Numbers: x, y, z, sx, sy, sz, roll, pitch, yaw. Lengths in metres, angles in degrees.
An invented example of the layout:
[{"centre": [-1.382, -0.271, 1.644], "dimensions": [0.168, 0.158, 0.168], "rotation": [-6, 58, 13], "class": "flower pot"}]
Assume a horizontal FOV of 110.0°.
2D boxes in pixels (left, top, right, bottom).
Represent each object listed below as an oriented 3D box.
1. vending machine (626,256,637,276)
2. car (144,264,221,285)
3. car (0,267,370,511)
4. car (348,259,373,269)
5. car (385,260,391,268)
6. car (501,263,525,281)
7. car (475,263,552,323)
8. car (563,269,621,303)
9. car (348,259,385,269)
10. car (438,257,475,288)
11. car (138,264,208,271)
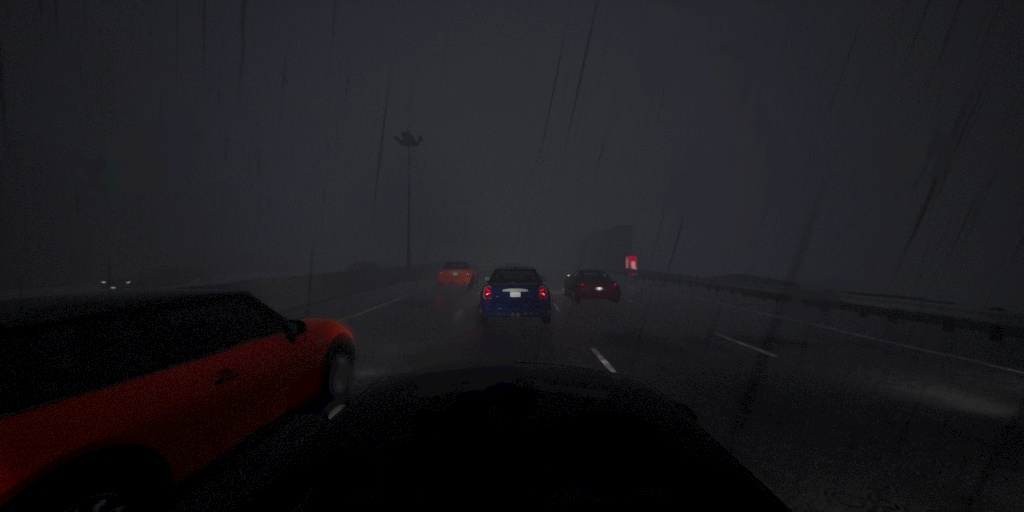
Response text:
[{"centre": [11.990, 0.943, 35.980], "dimensions": [1.100, 2.100, 0.880], "rotation": [0, 0, 0], "class": "vending machine"}, {"centre": [-24.604, 1.311, 27.005], "dimensions": [1.994, 1.385, 4.181], "rotation": [0, 0, 0], "class": "car"}, {"centre": [-3.401, 1.102, 3.579], "dimensions": [2.097, 1.767, 4.553], "rotation": [0, 0, 0], "class": "car"}, {"centre": [-24.509, 1.223, 58.247], "dimensions": [1.882, 1.535, 5.008], "rotation": [0, 0, 1], "class": "car"}, {"centre": [-17.594, 1.272, 46.278], "dimensions": [1.812, 1.442, 4.674], "rotation": [0, 0, 0], "class": "car"}, {"centre": [0.093, 1.312, 31.119], "dimensions": [1.994, 1.385, 4.181], "rotation": [0, 0, 0], "class": "car"}, {"centre": [0.097, 1.101, 12.197], "dimensions": [2.097, 1.767, 4.553], "rotation": [0, 0, 0], "class": "car"}, {"centre": [3.594, 1.313, 16.761], "dimensions": [1.994, 1.385, 4.181], "rotation": [0, 0, 0], "class": "car"}, {"centre": [-14.107, 1.254, 34.018], "dimensions": [1.837, 1.490, 4.892], "rotation": [0, -1, 0], "class": "car"}, {"centre": [-3.406, 1.100, 23.549], "dimensions": [2.097, 1.767, 4.553], "rotation": [0, 0, 0], "class": "car"}, {"centre": [-21.107, 1.295, 21.650], "dimensions": [2.033, 1.411, 5.357], "rotation": [0, 0, 0], "class": "car"}]
